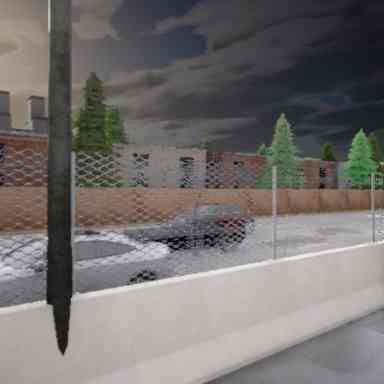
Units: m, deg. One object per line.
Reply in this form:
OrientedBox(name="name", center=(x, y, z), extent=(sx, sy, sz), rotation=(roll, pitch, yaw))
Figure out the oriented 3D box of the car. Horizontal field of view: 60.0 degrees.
OrientedBox(name="car", center=(-2.533, 1.526, 6.483), extent=(4.674, 1.442, 1.812), rotation=(0, 0, -35))
